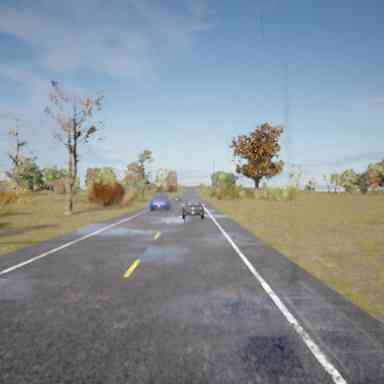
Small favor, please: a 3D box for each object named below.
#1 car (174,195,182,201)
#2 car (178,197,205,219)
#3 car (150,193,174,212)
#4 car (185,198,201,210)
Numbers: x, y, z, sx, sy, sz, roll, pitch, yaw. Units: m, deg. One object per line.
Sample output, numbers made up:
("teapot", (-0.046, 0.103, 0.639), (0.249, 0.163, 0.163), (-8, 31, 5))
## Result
("car", (-3.506, 1.383, 79.117), (2.128, 1.511, 4.902), (0, 0, 0))
("car", (0.098, 1.449, 28.971), (2.128, 1.511, 4.902), (0, 0, 0))
("car", (-3.595, 1.159, 38.828), (2.150, 2.045, 5.566), (0, 0, 0))
("car", (0.097, 1.494, 43.733), (1.994, 1.385, 4.181), (0, 0, 0))
